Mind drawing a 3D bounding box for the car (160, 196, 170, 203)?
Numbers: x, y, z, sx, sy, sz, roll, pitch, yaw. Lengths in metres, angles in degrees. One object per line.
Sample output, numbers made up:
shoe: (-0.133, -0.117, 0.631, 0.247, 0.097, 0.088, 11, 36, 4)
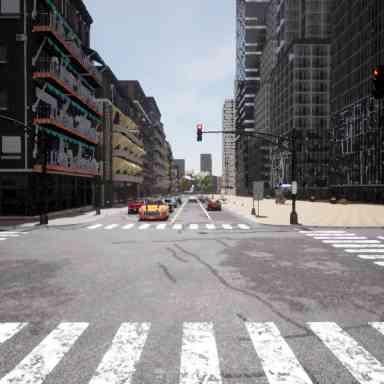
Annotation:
car: (-5.655, 1.584, 69.301, 1.802, 1.307, 4.206, -1, 0, 0)

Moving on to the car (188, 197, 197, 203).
car: (0.154, 1.602, 69.740, 1.895, 1.301, 4.718, 0, 0, 0)

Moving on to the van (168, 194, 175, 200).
van: (-5.643, 1.350, 91.896, 1.690, 1.788, 3.998, -1, 0, 0)

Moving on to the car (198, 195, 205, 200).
car: (2.707, 1.535, 92.119, 1.752, 1.417, 4.829, -1, 0, 0)

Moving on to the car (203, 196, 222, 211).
car: (2.673, 1.540, 41.108, 1.887, 1.381, 4.507, -1, 0, 0)

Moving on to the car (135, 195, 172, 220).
car: (-3.080, 1.348, 27.662, 2.097, 1.767, 4.553, 0, 0, 0)

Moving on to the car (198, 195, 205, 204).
car: (2.689, 1.551, 63.704, 2.008, 1.369, 4.403, -1, 0, 0)

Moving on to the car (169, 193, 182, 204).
car: (-2.997, 1.221, 59.624, 2.150, 2.045, 5.566, 0, 0, 1)

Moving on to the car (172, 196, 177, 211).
car: (-3.071, 1.501, 37.659, 1.837, 1.490, 4.892, 0, 0, 0)

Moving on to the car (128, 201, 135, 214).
car: (-5.677, 1.540, 35.407, 1.887, 1.381, 4.507, -1, 0, 0)

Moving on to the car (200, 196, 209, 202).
car: (2.696, 1.548, 75.002, 1.887, 1.381, 4.507, -1, 0, 0)

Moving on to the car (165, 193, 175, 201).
car: (-5.647, 1.322, 86.248, 2.192, 1.841, 5.009, -1, 0, 0)

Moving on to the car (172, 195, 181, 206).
car: (-3.060, 1.544, 47.987, 2.033, 1.411, 5.357, 0, 0, 0)
